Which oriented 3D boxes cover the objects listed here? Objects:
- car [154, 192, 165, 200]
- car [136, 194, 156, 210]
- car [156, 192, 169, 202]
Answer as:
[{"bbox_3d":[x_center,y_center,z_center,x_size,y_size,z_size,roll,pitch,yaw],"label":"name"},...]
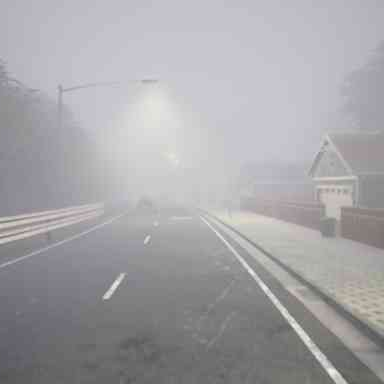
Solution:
[{"bbox_3d":[-7.260,0.881,73.554,1.837,1.490,4.892,0,1,-11],"label":"car"},{"bbox_3d":[-5.529,1.303,39.360,1.837,1.490,4.892,0,1,-6],"label":"car"},{"bbox_3d":[-5.367,1.059,63.270,2.033,1.411,5.357,0,1,-10],"label":"car"}]
